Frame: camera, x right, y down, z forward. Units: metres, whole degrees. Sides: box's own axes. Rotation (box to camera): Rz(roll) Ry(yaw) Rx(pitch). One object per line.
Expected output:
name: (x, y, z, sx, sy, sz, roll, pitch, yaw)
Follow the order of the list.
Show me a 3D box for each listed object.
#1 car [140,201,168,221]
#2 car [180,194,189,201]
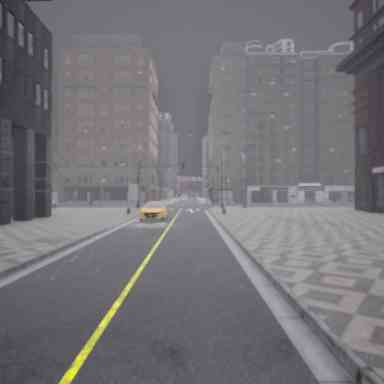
car: (-3.091, 1.520, 27.451, 1.882, 1.535, 5.008, 0, 0, 0)
car: (-2.222, 1.527, 95.452, 2.150, 2.045, 5.566, 0, 0, 0)
